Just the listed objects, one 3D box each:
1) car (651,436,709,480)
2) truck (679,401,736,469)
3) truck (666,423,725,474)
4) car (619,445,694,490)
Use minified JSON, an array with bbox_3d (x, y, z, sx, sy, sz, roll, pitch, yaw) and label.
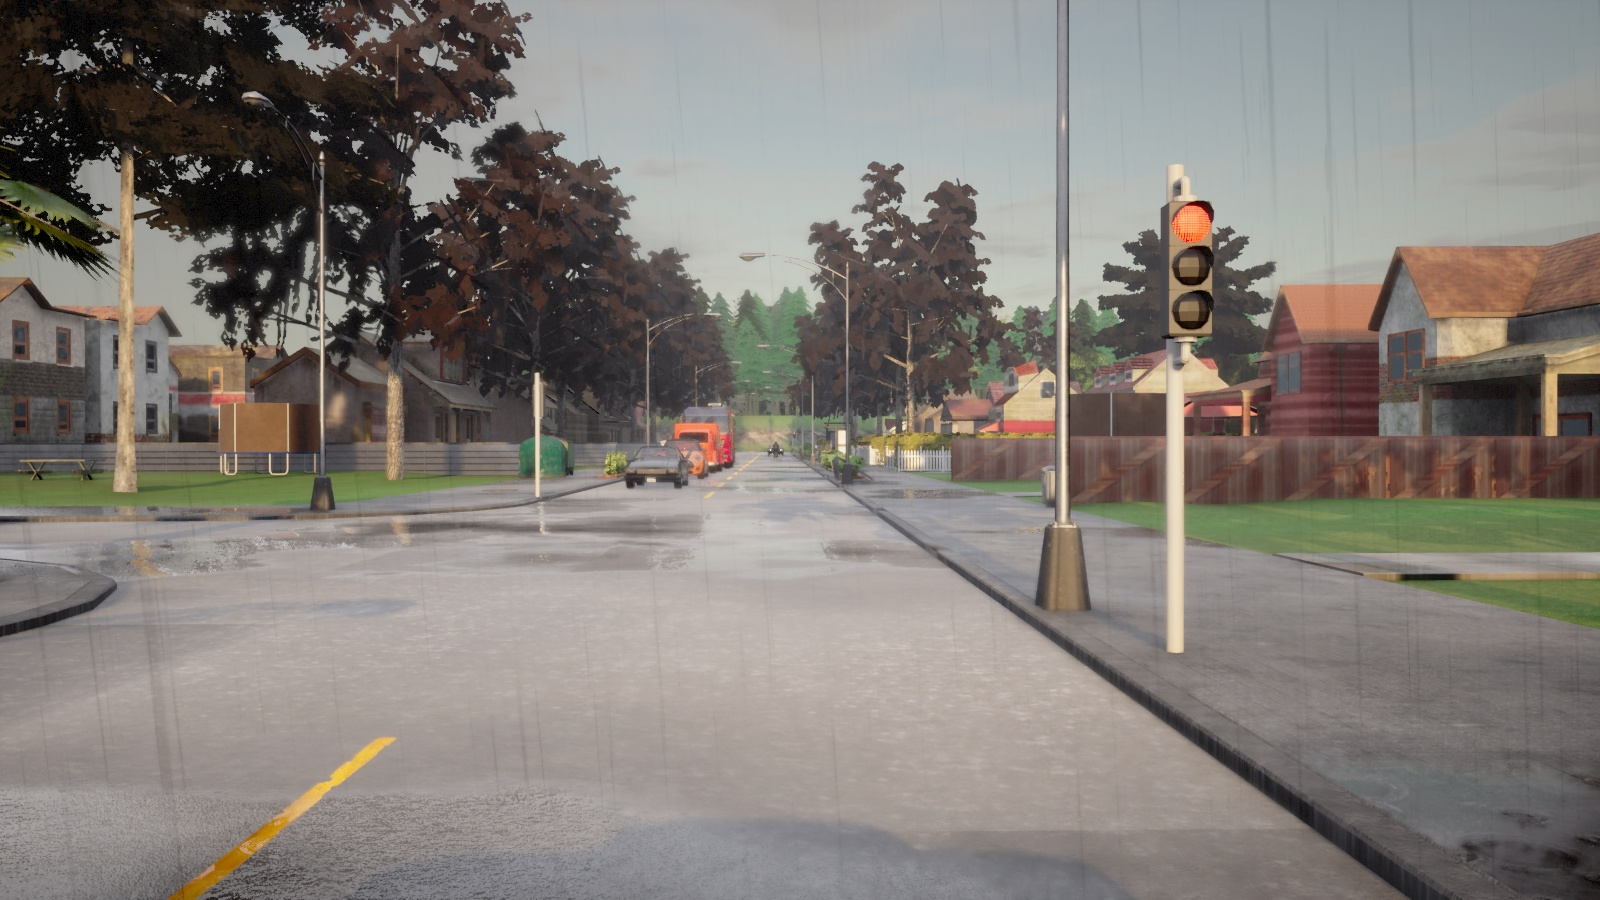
[{"bbox_3d":[-4.985,0.303,52.843,2.097,1.767,4.553,0,0,-1],"label":"car"},{"bbox_3d":[-5.423,-0.846,74.966,2.891,3.827,8.468,0,0,-1],"label":"truck"},{"bbox_3d":[-5.189,-0.100,63.075,2.627,2.467,5.204,0,0,-1],"label":"truck"},{"bbox_3d":[-4.789,0.549,42.690,2.033,1.411,5.357,0,0,-1],"label":"car"}]
